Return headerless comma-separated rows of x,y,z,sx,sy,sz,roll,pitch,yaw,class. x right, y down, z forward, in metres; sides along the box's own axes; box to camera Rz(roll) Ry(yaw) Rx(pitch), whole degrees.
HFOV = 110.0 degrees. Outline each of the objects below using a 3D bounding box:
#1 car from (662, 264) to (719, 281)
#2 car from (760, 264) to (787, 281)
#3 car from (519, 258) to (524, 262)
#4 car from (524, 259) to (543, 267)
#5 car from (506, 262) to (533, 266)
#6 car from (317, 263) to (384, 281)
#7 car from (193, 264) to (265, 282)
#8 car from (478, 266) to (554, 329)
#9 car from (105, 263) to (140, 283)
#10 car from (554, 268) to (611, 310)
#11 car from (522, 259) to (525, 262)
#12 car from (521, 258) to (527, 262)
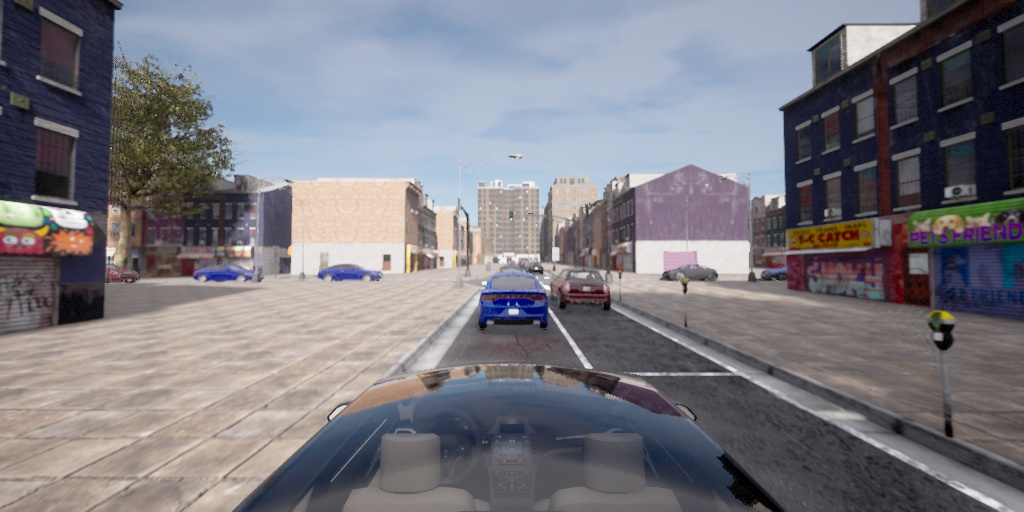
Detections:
14.632,1.358,29.586,4.181,1.385,1.994,0,-2,0,car
23.086,1.316,29.524,4.674,1.442,1.812,0,-2,0,car
2.688,1.530,63.256,1.948,1.339,4.313,0,0,0,car
2.671,1.390,41.509,1.948,1.339,4.313,0,0,0,car
-0.124,1.274,21.225,1.812,1.442,4.674,0,1,-5,car
-12.032,1.273,26.827,4.674,1.442,1.812,0,-2,0,car
-21.174,1.338,26.892,4.674,1.442,1.812,-1,-2,1,car
0.028,1.230,11.351,1.882,1.535,5.008,0,0,0,car
-30.972,1.269,26.977,4.553,1.767,2.097,-1,-2,0,car
2.650,1.195,14.765,1.967,1.591,4.097,0,0,0,car
2.675,1.418,46.945,1.948,1.339,4.313,0,0,0,car
2.679,1.411,52.551,1.751,1.417,4.829,0,0,0,car
